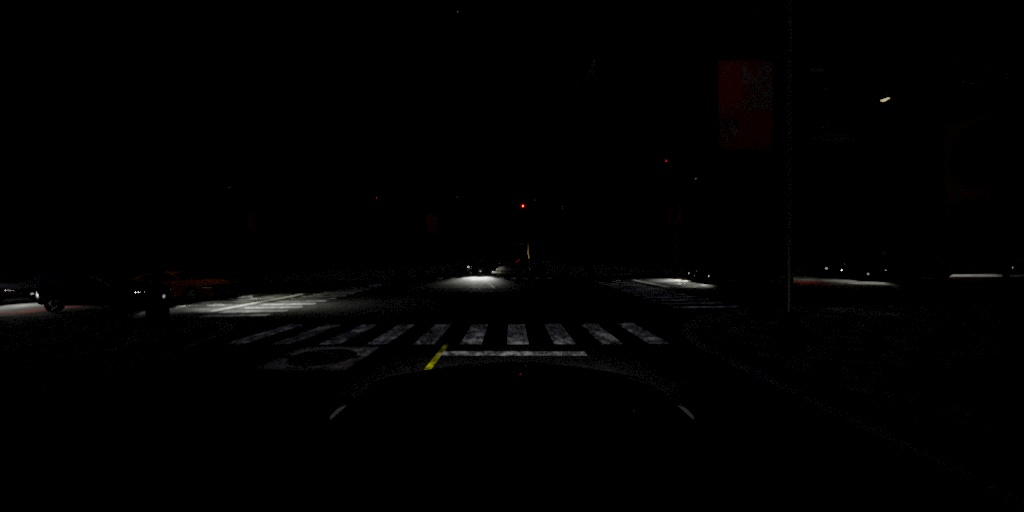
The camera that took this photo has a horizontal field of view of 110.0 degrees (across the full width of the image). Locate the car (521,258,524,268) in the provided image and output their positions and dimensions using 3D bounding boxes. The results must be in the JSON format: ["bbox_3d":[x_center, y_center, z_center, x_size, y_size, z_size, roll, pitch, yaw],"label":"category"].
[{"bbox_3d":[2.671,1.278,52.012,1.888,1.381,4.507,0,0,0],"label":"car"}]

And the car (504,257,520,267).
[{"bbox_3d":[-0.060,1.297,65.389,1.994,1.385,4.181,0,0,0],"label":"car"}]

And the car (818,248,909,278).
[{"bbox_3d":[25.262,0.479,25.679,5.566,2.045,2.150,-1,0,0],"label":"car"}]

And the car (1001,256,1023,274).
[{"bbox_3d":[38.251,0.528,25.681,4.902,1.511,2.128,-1,0,0],"label":"car"}]

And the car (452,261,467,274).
[{"bbox_3d":[-5.799,1.285,41.083,2.007,1.370,4.403,0,0,0],"label":"car"}]

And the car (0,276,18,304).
[{"bbox_3d":[-27.627,1.754,18.885,4.674,1.442,1.812,-1,0,0],"label":"car"}]

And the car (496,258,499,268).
[{"bbox_3d":[-3.171,1.281,48.671,2.033,1.411,5.357,0,0,0],"label":"car"}]

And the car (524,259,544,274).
[{"bbox_3d":[2.726,1.285,41.123,2.007,1.370,4.403,0,0,0],"label":"car"}]

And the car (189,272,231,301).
[{"bbox_3d":[-17.652,1.519,18.905,5.008,1.535,1.882,-1,0,2],"label":"car"}]

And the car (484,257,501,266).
[{"bbox_3d":[-3.212,1.259,58.848,1.812,1.442,4.674,0,0,0],"label":"car"}]

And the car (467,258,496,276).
[{"bbox_3d":[-3.117,1.228,37.627,2.128,1.511,4.902,0,0,0],"label":"car"}]

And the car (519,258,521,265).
[{"bbox_3d":[2.644,1.283,57.456,2.007,1.370,4.403,0,0,0],"label":"car"}]

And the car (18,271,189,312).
[{"bbox_3d":[-17.629,1.539,15.661,4.902,1.511,2.128,-1,0,2],"label":"car"}]

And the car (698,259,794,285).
[{"bbox_3d":[14.728,0.954,22.387,4.892,1.490,1.837,-1,0,2],"label":"car"}]

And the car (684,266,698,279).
[{"bbox_3d":[14.654,1.008,25.657,4.181,1.385,1.994,-1,0,0],"label":"car"}]

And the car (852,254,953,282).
[{"bbox_3d":[24.611,0.801,22.428,4.674,1.442,1.812,-1,0,0],"label":"car"}]
